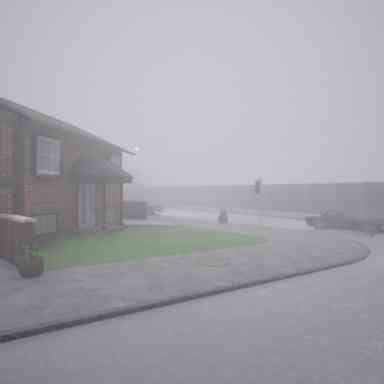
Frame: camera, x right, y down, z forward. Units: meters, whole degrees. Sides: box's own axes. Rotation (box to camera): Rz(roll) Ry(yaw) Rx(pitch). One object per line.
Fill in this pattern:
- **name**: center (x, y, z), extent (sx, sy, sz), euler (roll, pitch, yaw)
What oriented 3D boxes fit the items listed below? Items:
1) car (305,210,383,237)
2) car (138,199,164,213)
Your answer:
- **car**: center (8.967, 1.693, 18.922), extent (1.895, 1.301, 4.718), euler (0, 0, -35)
- **car**: center (-5.049, 1.570, 38.685), extent (1.837, 1.490, 4.892), euler (0, 0, -35)
